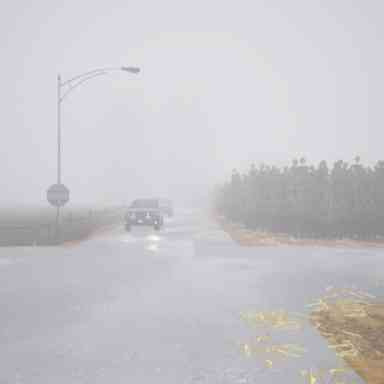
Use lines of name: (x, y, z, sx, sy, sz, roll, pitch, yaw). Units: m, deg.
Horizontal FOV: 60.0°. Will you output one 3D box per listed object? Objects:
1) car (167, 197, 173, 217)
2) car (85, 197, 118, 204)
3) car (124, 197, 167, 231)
car: (-3.211, 1.590, 35.860, 2.150, 2.045, 5.566, 0, -1, 0)
car: (-16.269, 2.035, 61.489, 5.357, 1.411, 2.033, 0, 0, 0)
car: (-3.183, 1.465, 22.950, 2.150, 2.045, 5.566, 0, -1, -1)
